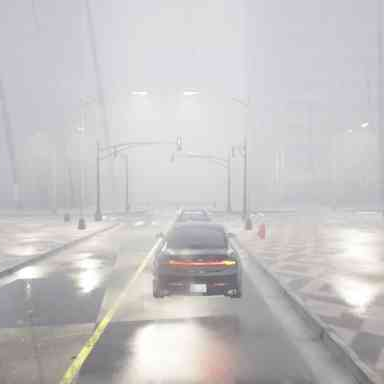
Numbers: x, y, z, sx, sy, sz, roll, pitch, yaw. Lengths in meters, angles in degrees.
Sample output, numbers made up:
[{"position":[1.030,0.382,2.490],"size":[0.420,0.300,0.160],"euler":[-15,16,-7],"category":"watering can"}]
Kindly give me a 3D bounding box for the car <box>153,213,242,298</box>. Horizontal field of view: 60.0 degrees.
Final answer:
[{"position":[0.104,1.502,8.471],"size":[1.837,1.490,4.892],"euler":[0,0,0],"category":"car"}]

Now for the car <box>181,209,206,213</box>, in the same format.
[{"position":[0.068,1.557,17.375],"size":[1.994,1.385,4.181],"euler":[0,0,1],"category":"car"}]
